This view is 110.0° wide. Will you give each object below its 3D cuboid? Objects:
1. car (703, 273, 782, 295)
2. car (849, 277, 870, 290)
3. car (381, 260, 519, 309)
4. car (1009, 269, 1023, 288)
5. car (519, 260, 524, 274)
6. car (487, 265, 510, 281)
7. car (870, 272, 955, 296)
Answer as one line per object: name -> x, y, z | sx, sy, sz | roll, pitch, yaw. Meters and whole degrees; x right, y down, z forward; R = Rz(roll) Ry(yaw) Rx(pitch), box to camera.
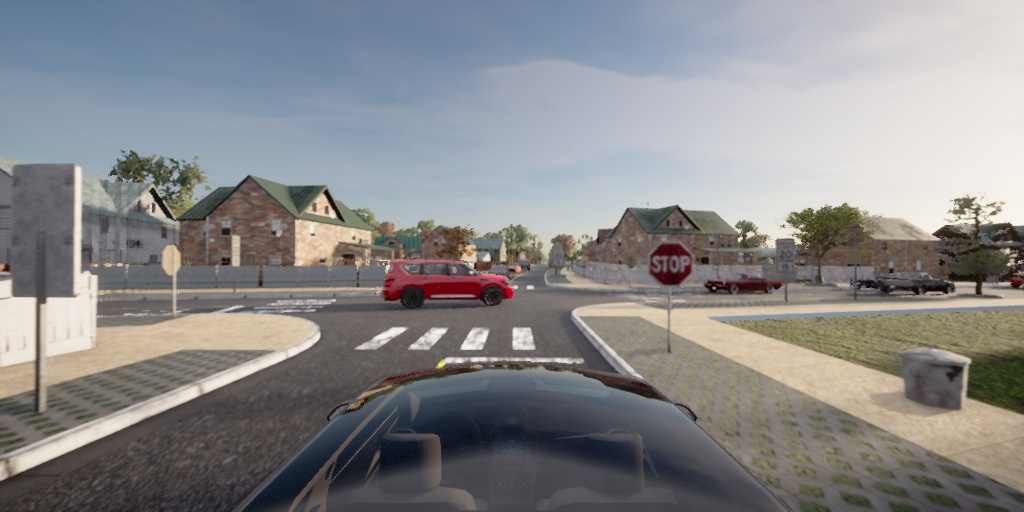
car -> 15.103, 1.790, 23.612 | 4.718, 1.301, 1.895 | 1, -1, -15
car -> 28.265, 1.994, 27.238 | 4.718, 1.301, 1.895 | 1, -1, -15
car -> -2.788, 1.191, 15.758 | 5.566, 2.045, 2.150 | 1, -1, -15
car -> 48.437, 1.943, 32.701 | 5.566, 2.045, 2.150 | 1, -1, -15
car -> 0.094, 1.717, 51.521 | 2.097, 1.767, 4.553 | 0, -1, 7
car -> -1.329, 1.686, 36.869 | 1.837, 1.490, 4.892 | 0, 0, 5
car -> 27.082, 1.835, 23.959 | 4.902, 1.511, 2.128 | 1, -1, -15
